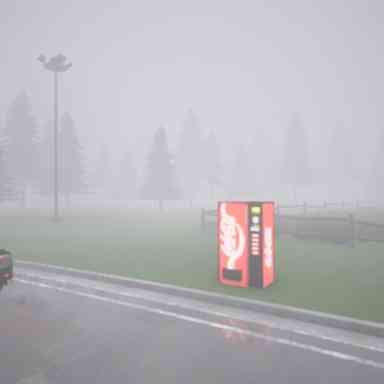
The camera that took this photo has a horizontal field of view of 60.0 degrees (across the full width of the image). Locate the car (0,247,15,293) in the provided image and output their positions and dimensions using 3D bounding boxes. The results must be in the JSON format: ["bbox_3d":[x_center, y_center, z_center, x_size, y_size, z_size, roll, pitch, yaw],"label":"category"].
[{"bbox_3d":[-6.029,1.535,7.372,4.902,1.511,2.128,0,0,30],"label":"car"}]

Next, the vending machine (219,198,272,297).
[{"bbox_3d":[1.279,1.209,7.845,0.880,2.100,1.100,0,0,33],"label":"vending machine"}]
